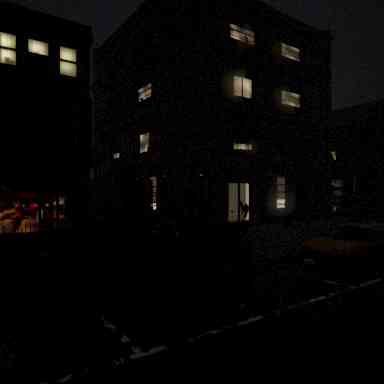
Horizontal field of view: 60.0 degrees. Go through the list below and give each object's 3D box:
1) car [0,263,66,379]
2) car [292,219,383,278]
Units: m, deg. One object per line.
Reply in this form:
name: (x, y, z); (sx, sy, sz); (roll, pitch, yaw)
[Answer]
car: (-3.804, 1.551, 3.848); (4.403, 1.369, 2.008); (0, 0, -36)
car: (5.048, 1.526, 10.170); (4.829, 1.417, 1.752); (0, 0, -36)
